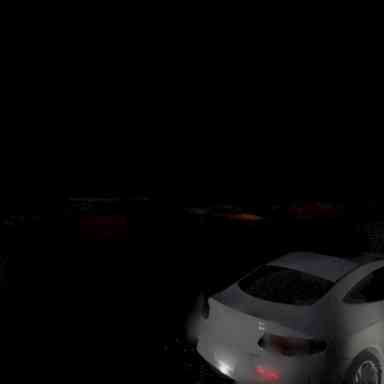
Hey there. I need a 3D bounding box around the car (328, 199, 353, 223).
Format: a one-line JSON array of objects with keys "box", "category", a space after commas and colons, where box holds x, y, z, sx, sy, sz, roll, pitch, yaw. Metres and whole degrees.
[{"box": [9.005, 1.475, 25.119, 2.097, 1.535, 5.008, 0, 0, -35], "category": "car"}]

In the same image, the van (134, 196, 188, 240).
[{"box": [-2.386, 1.230, 17.156, 1.878, 1.987, 4.442, 0, 0, -35], "category": "van"}]

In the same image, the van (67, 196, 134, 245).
[{"box": [-4.650, 1.226, 15.544, 1.878, 1.987, 4.442, 0, 0, -35], "category": "van"}]

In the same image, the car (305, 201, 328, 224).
[{"box": [6.719, 1.345, 23.535, 2.185, 1.767, 4.553, 0, 0, -35], "category": "car"}]

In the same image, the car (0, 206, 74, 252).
[{"box": [-6.844, 1.448, 13.831, 2.231, 1.521, 4.892, 0, 0, -35], "category": "car"}]

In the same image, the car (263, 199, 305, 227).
[{"box": [4.476, 1.467, 21.893, 2.097, 1.535, 5.008, 0, 0, -35], "category": "car"}]

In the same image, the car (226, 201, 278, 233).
[{"box": [2.317, 1.461, 20.134, 1.946, 1.575, 5.366, 0, 0, -35], "category": "car"}]

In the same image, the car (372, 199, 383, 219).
[{"box": [13.546, 1.360, 28.319, 2.185, 1.767, 4.553, 0, 0, -35], "category": "car"}]

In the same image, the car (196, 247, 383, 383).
[{"box": [2.208, 1.532, 4.708, 4.674, 1.442, 1.812, 0, 0, -35], "category": "car"}]

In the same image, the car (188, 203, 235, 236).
[{"box": [-0.056, 1.500, 18.675, 2.002, 1.452, 4.674, 0, 0, -35], "category": "car"}]

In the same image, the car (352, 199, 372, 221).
[{"box": [11.261, 1.481, 26.738, 2.231, 1.521, 4.892, 0, 0, -35], "category": "car"}]
